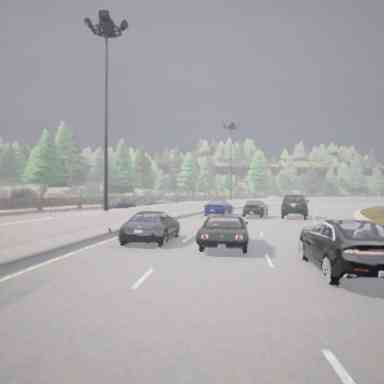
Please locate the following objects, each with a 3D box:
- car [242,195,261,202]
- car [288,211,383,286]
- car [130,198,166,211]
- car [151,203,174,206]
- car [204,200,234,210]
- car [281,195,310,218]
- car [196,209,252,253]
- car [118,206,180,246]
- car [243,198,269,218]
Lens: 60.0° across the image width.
[{"bbox_3d":[13.510,1.529,75.420,1.882,1.535,5.008,0,0,44],"label":"car"},{"bbox_3d":[4.328,1.510,9.365,2.128,1.511,4.902,0,0,6],"label":"car"},{"bbox_3d":[-5.294,1.482,40.890,2.128,1.511,4.902,0,0,24],"label":"car"},{"bbox_3d":[-3.186,1.523,36.857,1.812,1.442,4.674,0,0,22],"label":"car"},{"bbox_3d":[2.671,1.496,32.093,1.882,1.535,5.008,0,0,20],"label":"car"},{"bbox_3d":[9.420,1.264,30.309,2.150,2.045,5.566,0,0,21],"label":"car"},{"bbox_3d":[1.406,1.610,13.895,1.895,1.301,4.718,0,0,9],"label":"car"},{"bbox_3d":[-1.833,1.561,15.382,1.994,1.385,4.181,0,0,9],"label":"car"},{"bbox_3d":[5.953,1.535,30.890,1.837,1.490,4.892,0,0,20],"label":"car"}]
